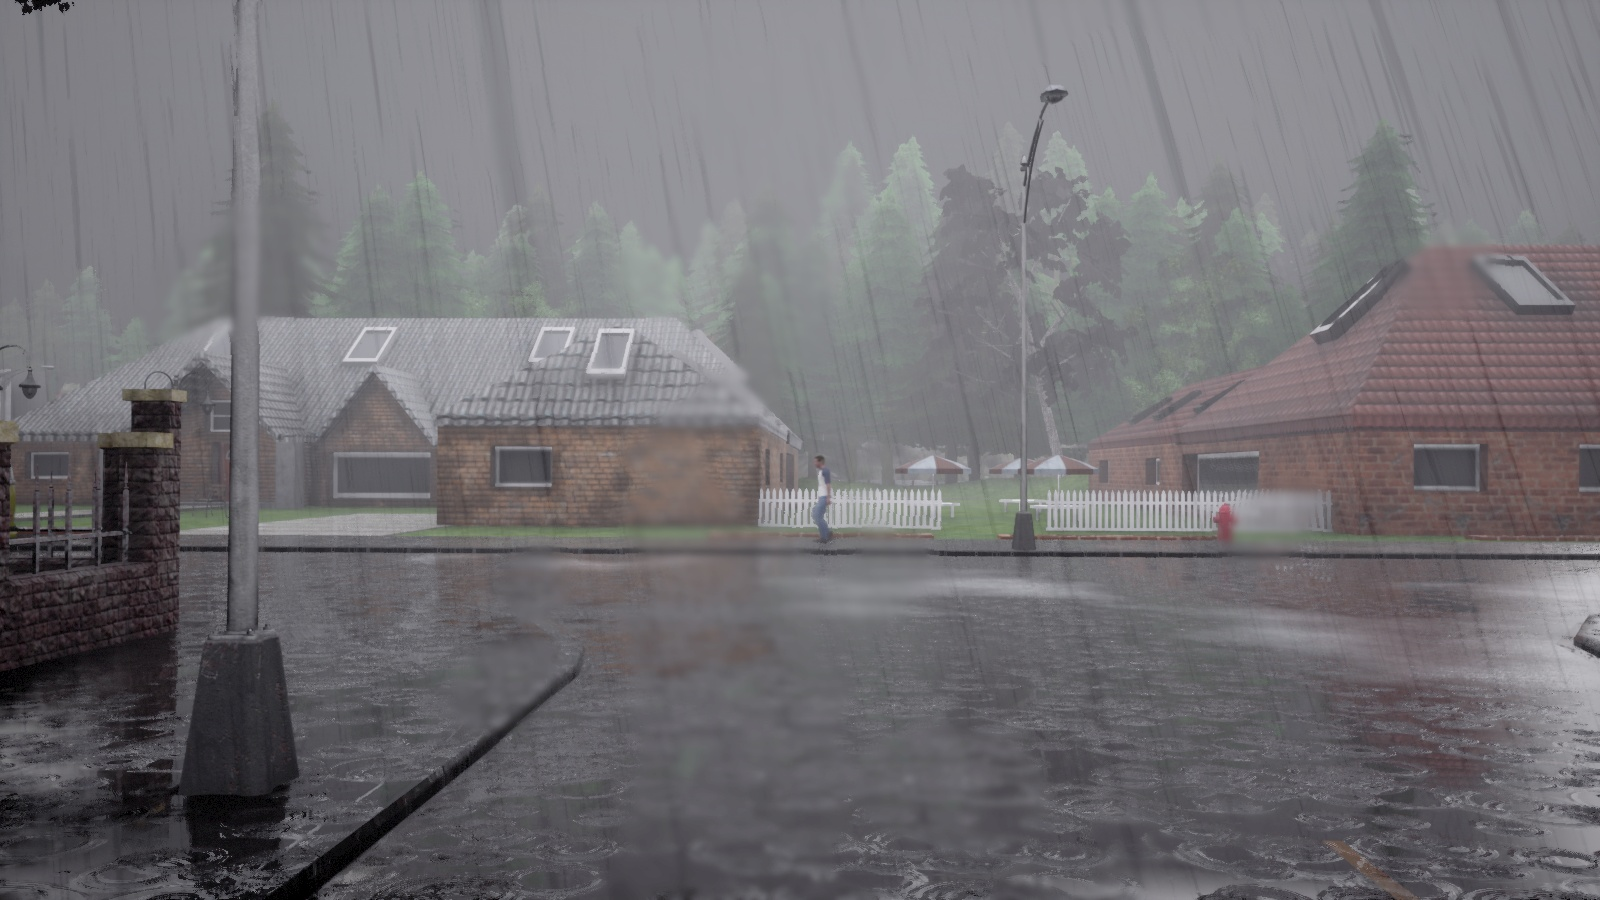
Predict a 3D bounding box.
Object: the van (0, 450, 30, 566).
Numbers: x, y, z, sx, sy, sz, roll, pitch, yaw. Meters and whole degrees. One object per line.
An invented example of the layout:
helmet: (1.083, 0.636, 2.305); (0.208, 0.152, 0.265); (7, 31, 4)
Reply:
van: (-15.980, 0.996, 21.627); (4.442, 1.987, 1.775); (0, -1, 5)

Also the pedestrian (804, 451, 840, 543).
pedestrian: (0.447, 0.941, 25.386); (0.706, 1.836, 0.354); (0, -1, 1)
